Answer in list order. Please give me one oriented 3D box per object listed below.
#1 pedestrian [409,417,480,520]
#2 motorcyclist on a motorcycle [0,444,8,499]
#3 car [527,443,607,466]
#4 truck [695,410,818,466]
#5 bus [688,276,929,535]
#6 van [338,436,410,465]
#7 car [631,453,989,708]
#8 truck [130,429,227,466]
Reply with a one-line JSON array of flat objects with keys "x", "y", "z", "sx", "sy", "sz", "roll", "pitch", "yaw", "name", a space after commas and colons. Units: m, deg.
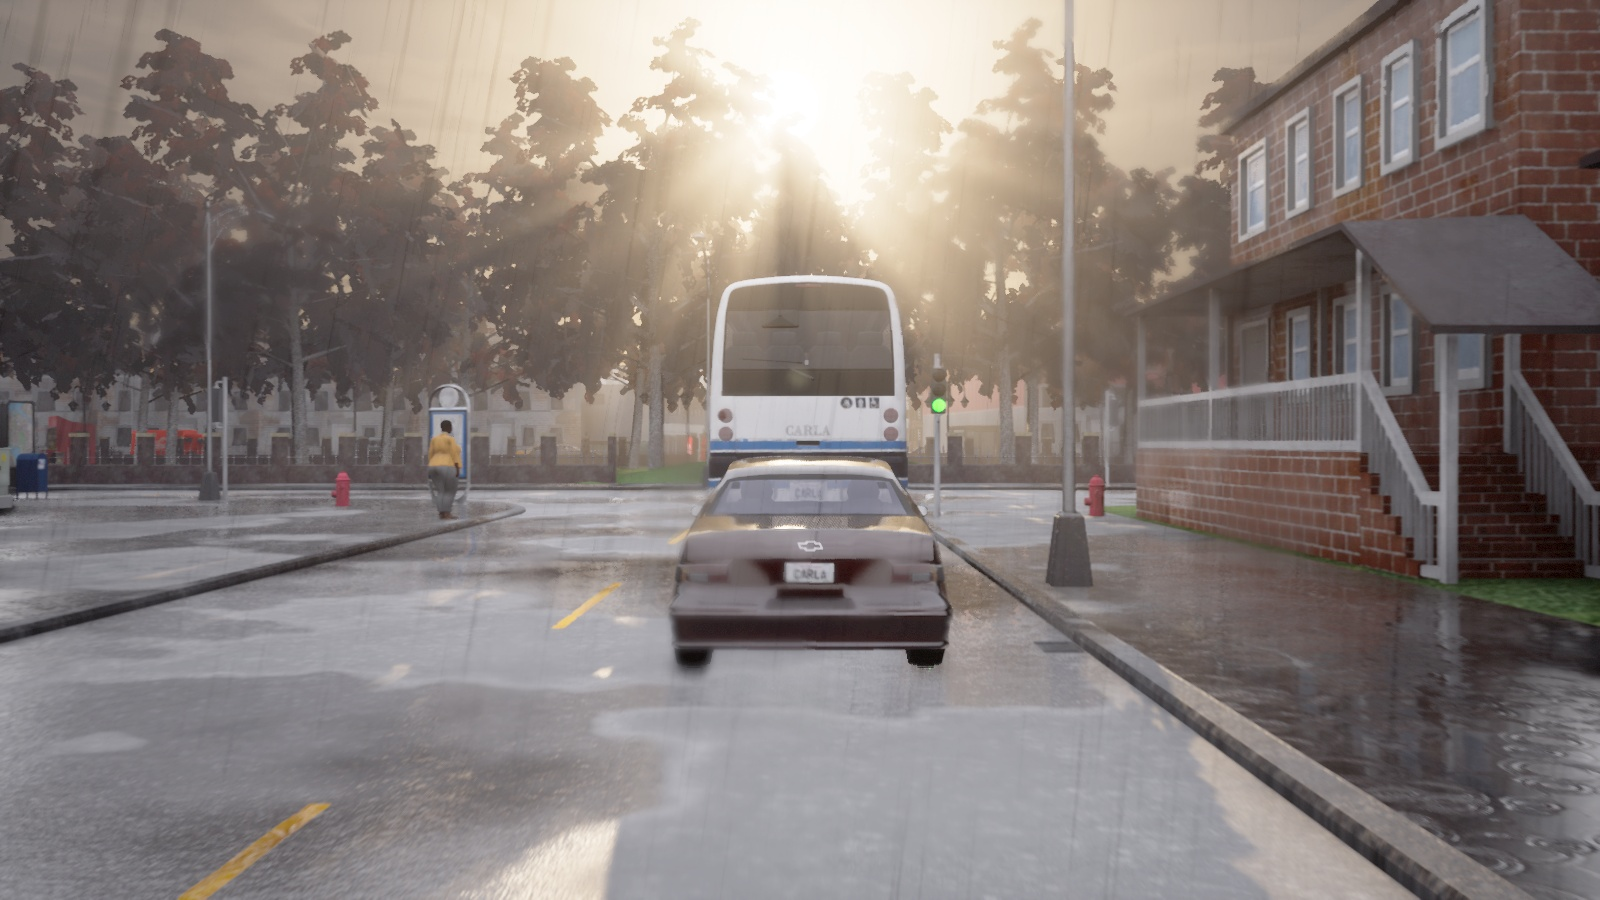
[{"x": -6.570, "y": 0.339, "z": 23.224, "sx": 0.874, "sy": 1.855, "sz": 0.900, "roll": 0, "pitch": 0, "yaw": 32, "name": "pedestrian"}, {"x": -23.137, "y": 0.596, "z": 34.531, "sx": 2.191, "sy": 1.530, "sz": 0.866, "roll": 0, "pitch": 0, "yaw": 0, "name": "motorcyclist on a motorcycle"}, {"x": -15.513, "y": 0.286, "z": 83.787, "sx": 4.902, "sy": 1.511, "sz": 2.128, "roll": 0, "pitch": 0, "yaw": 0, "name": "car"}, {"x": -2.975, "y": -0.844, "z": 87.723, "sx": 8.468, "sy": 3.827, "sz": 2.891, "roll": 0, "pitch": 0, "yaw": 0, "name": "truck"}, {"x": 0.175, "y": -0.754, "z": 25.703, "sx": 3.944, "sy": 4.253, "sz": 10.273, "roll": 0, "pitch": 0, "yaw": 0, "name": "bus"}, {"x": -29.760, "y": 0.051, "z": 87.838, "sx": 4.442, "sy": 1.987, "sz": 1.775, "roll": 0, "pitch": 0, "yaw": 0, "name": "van"}, {"x": 0.071, "y": 0.747, "z": 9.812, "sx": 2.033, "sy": 1.411, "sz": 5.357, "roll": 0, "pitch": 0, "yaw": 0, "name": "car"}, {"x": -41.475, "y": -0.179, "z": 83.879, "sx": 5.204, "sy": 2.467, "sz": 2.627, "roll": 0, "pitch": 0, "yaw": 0, "name": "truck"}]
